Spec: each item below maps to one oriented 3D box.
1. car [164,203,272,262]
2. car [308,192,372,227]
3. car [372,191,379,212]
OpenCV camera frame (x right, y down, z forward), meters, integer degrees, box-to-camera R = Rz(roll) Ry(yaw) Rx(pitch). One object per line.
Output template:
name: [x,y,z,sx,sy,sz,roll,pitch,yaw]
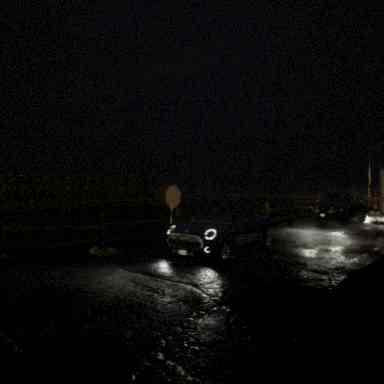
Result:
car: [1.083,1.233,11.910,2.097,1.767,4.553,1,1,38]
car: [9.591,1.006,21.691,2.150,2.045,5.566,1,1,43]
car: [17.341,0.923,30.031,2.150,2.045,5.566,1,1,43]
